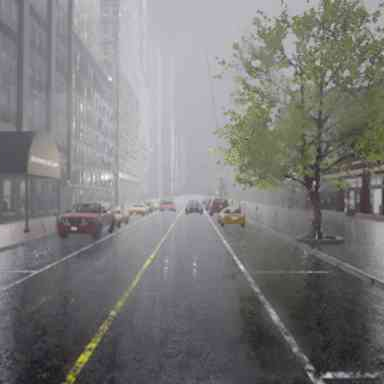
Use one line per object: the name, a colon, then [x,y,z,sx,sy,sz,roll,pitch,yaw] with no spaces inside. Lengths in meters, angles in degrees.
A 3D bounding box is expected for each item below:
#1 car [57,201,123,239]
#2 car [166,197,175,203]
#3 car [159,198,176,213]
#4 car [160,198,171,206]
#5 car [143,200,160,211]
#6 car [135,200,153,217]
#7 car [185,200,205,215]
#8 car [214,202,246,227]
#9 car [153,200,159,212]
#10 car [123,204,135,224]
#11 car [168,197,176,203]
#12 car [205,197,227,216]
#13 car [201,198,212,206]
car: [-5.608,1.447,18.361,2.192,1.841,5.009,1,0,0]
car: [-5.357,2.112,84.909,1.947,1.339,4.313,1,0,0]
car: [-2.946,1.808,40.846,1.812,1.442,4.674,0,0,0]
car: [-5.420,2.017,68.272,1.947,1.339,4.313,1,0,0]
car: [-5.506,1.841,45.919,1.752,1.417,4.829,1,0,0]
car: [-5.548,1.769,34.827,1.752,1.417,4.829,1,0,0]
car: [0.233,1.860,37.208,1.895,1.301,4.718,0,0,0]
car: [2.792,1.697,24.045,1.752,1.417,4.829,1,0,0]
car: [-5.527,1.846,40.544,1.947,1.339,4.313,1,0,0]
car: [-5.590,1.694,23.735,1.752,1.417,4.829,1,0,0]
car: [-5.336,2.159,90.454,1.802,1.307,4.206,1,0,0]
car: [2.836,1.560,34.969,2.192,1.841,5.009,1,0,0]
car: [2.960,2.018,68.242,1.947,1.339,4.313,1,0,0]
